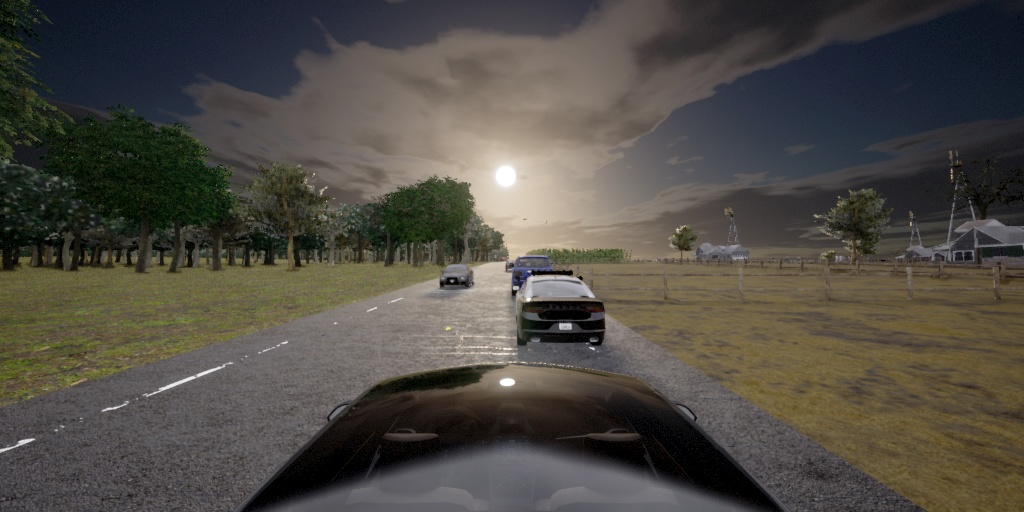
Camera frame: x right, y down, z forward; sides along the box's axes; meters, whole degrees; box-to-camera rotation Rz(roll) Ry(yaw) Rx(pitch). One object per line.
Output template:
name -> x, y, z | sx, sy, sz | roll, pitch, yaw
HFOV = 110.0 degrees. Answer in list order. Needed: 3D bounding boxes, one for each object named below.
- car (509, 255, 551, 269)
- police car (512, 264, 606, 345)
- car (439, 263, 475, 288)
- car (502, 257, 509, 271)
car -> 1.054, 0.984, 19.560 | 2.150, 2.045, 5.566 | 0, 0, 0
police car -> 1.051, 1.181, 9.628 | 1.930, 1.638, 5.238 | 0, 0, 0
car -> -3.594, 1.265, 23.955 | 1.837, 1.490, 4.892 | 0, 0, 0
car -> 0.049, 1.253, 50.136 | 2.128, 1.511, 4.902 | 0, 0, 1
